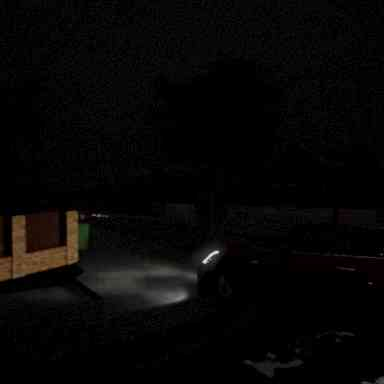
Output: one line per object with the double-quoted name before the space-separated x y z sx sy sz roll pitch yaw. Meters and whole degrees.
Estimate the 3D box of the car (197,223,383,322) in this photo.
"car" 2.407 1.381 6.504 4.553 1.767 2.097 1 -4 25
